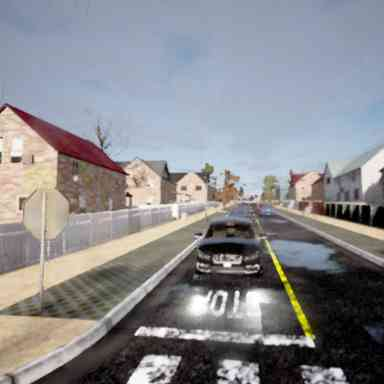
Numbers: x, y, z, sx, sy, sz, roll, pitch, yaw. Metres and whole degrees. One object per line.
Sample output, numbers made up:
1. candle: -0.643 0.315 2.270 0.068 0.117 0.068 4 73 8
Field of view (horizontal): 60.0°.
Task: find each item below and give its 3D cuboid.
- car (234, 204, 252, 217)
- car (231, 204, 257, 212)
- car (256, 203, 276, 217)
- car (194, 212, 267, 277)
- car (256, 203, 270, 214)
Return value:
1. car: 6.391 2.254 41.372 2.033 1.411 5.357 0 -1 10
2. car: 3.980 1.981 27.123 2.033 1.411 5.357 0 -1 9
3. car: 9.013 2.210 39.844 2.033 1.411 5.357 0 -1 10
4. car: 1.281 1.624 10.809 1.837 1.490 4.892 0 -1 9
5. car: 10.533 2.372 49.368 1.812 1.442 4.674 0 -1 9
